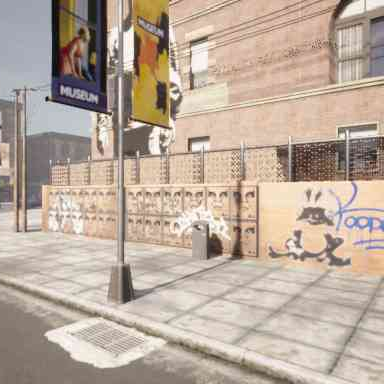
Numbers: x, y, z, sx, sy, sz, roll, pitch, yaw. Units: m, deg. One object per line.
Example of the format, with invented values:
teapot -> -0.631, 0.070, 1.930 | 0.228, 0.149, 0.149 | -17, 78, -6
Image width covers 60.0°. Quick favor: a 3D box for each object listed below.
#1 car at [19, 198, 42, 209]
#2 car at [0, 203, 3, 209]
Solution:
car -> -21.637, 1.526, 44.700 | 1.812, 1.442, 4.674 | 0, 0, 15
car -> -25.905, 1.526, 41.576 | 1.812, 1.442, 4.674 | 0, 0, 8
